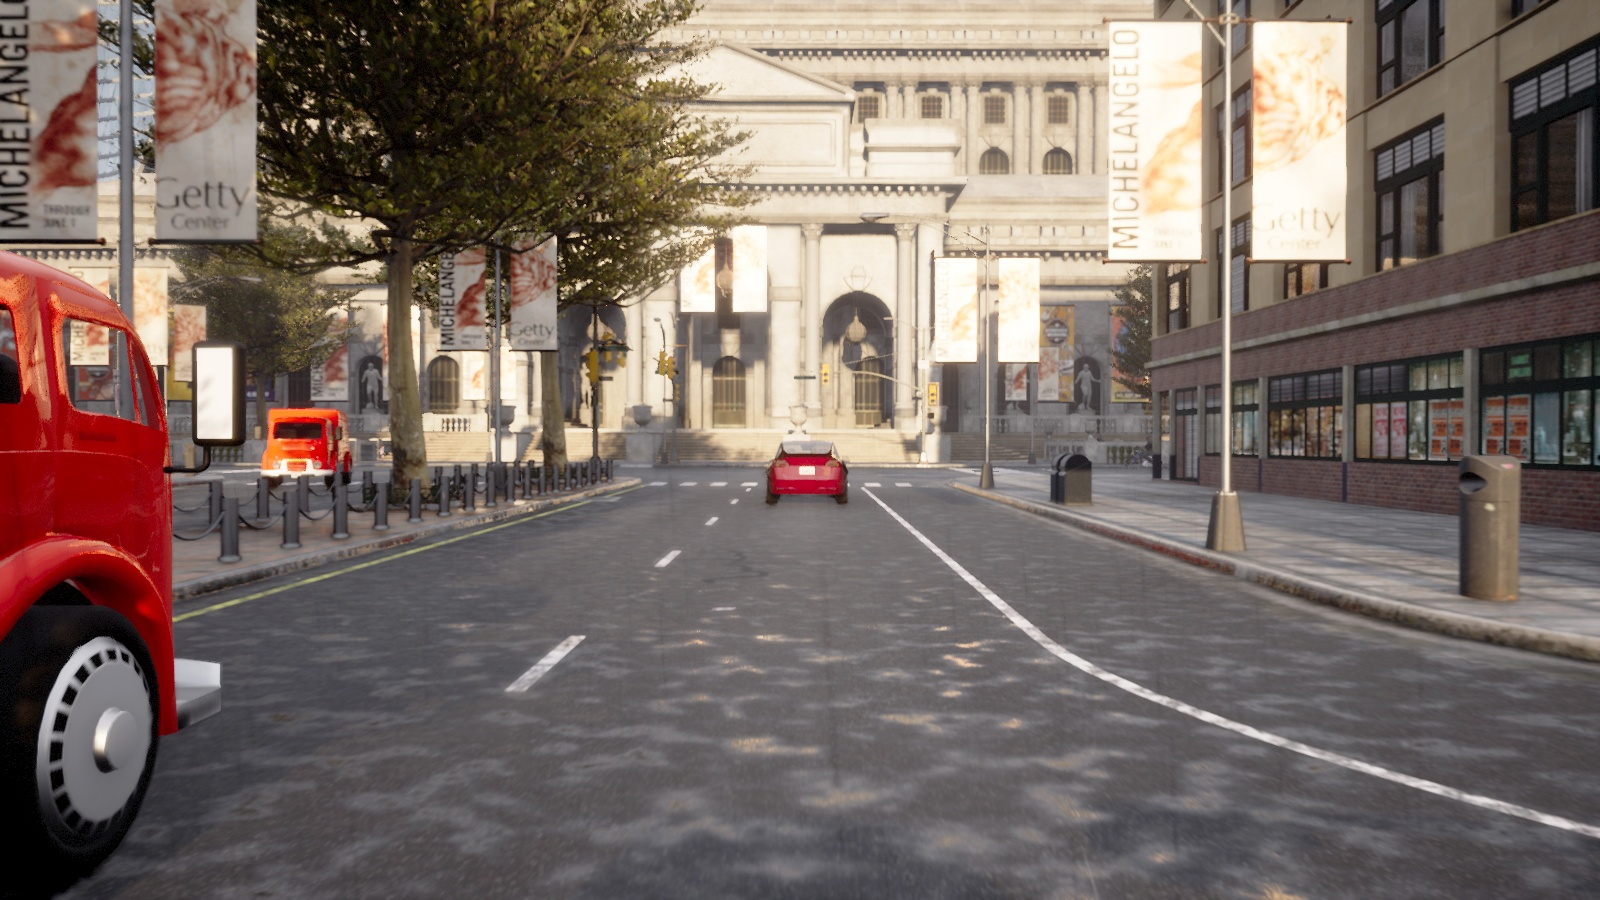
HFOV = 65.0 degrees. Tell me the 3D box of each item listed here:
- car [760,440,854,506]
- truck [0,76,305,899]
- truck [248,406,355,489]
[{"bbox_3d":[0.168,0.510,31.166,2.163,1.488,4.792,0,0,0],"label":"car"},{"bbox_3d":[-3.468,0.229,2.836,2.627,2.467,5.204,0,0,0],"label":"truck"},{"bbox_3d":[-15.873,-0.091,40.266,2.627,2.467,5.204,0,0,-15],"label":"truck"}]
